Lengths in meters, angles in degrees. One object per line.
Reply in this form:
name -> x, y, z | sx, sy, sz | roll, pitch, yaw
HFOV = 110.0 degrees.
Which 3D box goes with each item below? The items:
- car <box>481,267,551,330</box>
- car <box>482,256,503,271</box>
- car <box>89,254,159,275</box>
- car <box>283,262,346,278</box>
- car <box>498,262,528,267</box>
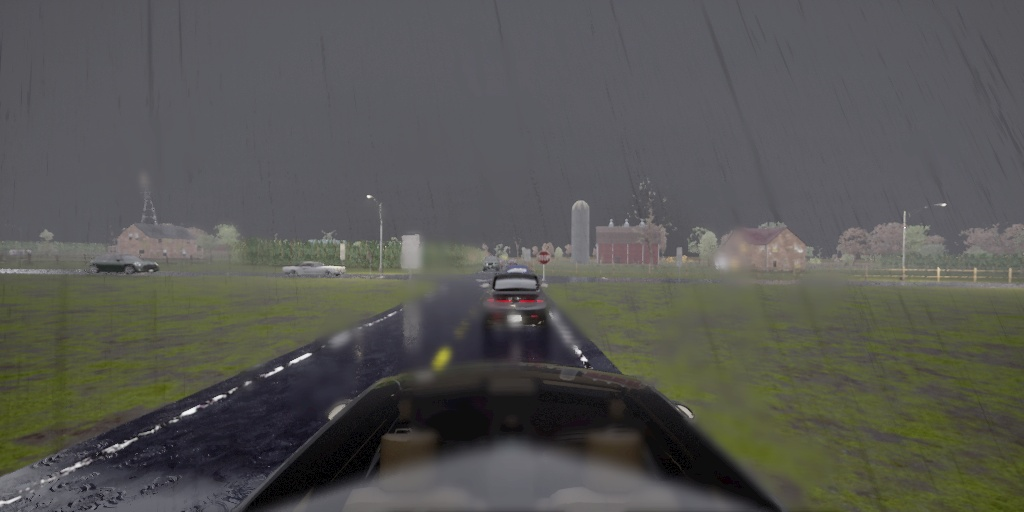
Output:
car -> 0.108, 1.263, 11.085 | 1.837, 1.490, 4.892 | 0, 0, 0
car -> -2.801, 1.038, 49.119 | 2.150, 2.045, 5.566 | 0, 0, 0
car -> -33.793, 0.671, 31.338 | 4.553, 1.767, 2.097 | 1, 1, 0
car -> -17.179, 1.169, 31.376 | 4.718, 1.301, 1.895 | 1, 1, 0
car -> 0.399, 1.295, 22.371 | 1.812, 1.442, 4.674 | 0, 0, 4
